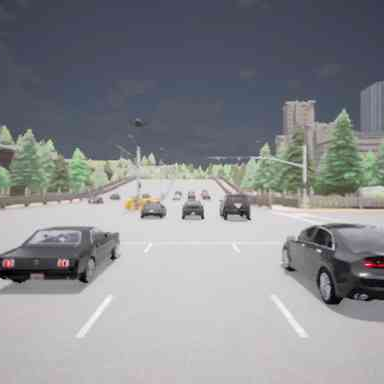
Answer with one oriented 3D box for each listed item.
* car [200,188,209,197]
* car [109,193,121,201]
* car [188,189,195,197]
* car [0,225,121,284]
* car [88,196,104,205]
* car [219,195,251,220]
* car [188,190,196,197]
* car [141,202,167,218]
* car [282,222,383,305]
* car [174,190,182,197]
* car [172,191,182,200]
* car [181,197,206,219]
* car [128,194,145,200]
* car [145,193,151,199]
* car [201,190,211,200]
[{"bbox_3d":[3.342,0.129,87.778,2.097,1.767,4.553,0,7,0],"label":"car"},{"bbox_3d":[-17.595,1.133,76.172,1.837,1.490,4.892,0,2,0],"label":"car"},{"bbox_3d":[-0.158,0.294,87.808,1.812,1.442,4.674,0,7,0],"label":"car"},{"bbox_3d":[-3.416,1.602,9.583,1.895,1.301,4.718,0,0,0],"label":"car"},{"bbox_3d":[-17.543,1.503,60.742,2.128,1.511,4.902,0,0,0],"label":"car"},{"bbox_3d":[3.598,1.226,28.506,2.150,2.045,5.566,0,0,0],"label":"car"},{"bbox_3d":[-0.103,1.036,77.787,1.882,1.535,5.008,0,3,0],"label":"car"},{"bbox_3d":[-3.405,1.569,30.045,1.994,1.385,4.181,0,0,0],"label":"car"},{"bbox_3d":[3.577,1.502,8.056,1.837,1.490,4.892,0,-1,0],"label":"car"},{"bbox_3d":[-3.658,0.322,87.792,1.994,1.385,4.181,0,7,0],"label":"car"},{"bbox_3d":[-3.603,1.151,77.804,1.895,1.301,4.718,0,3,0],"label":"car"},{"bbox_3d":[0.095,1.509,29.546,1.837,1.490,4.892,0,0,0],"label":"car"},{"bbox_3d":[-10.550,1.502,60.858,2.128,1.511,4.902,0,0,0],"label":"car"},{"bbox_3d":[-10.595,1.134,76.299,1.837,1.490,4.892,0,2,0],"label":"car"},{"bbox_3d":[3.397,1.082,77.808,1.812,1.442,4.674,0,3,0],"label":"car"}]
